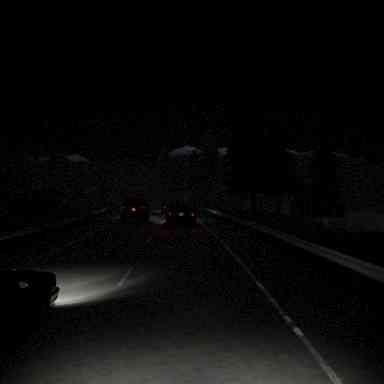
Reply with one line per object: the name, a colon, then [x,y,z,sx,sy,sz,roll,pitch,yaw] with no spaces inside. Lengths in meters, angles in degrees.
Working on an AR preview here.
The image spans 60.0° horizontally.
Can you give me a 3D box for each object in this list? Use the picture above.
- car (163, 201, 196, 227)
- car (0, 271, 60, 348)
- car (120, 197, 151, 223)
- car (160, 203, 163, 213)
car: [-0.897,1.553,24.391,2.097,1.767,4.553,0,0,-5]
car: [-3.425,1.581,3.908,2.033,1.411,5.357,0,0,-1]
car: [-4.722,1.450,27.935,2.150,2.045,5.566,0,0,-6]
car: [-2.955,1.888,41.681,2.033,1.411,5.357,0,0,-9]
